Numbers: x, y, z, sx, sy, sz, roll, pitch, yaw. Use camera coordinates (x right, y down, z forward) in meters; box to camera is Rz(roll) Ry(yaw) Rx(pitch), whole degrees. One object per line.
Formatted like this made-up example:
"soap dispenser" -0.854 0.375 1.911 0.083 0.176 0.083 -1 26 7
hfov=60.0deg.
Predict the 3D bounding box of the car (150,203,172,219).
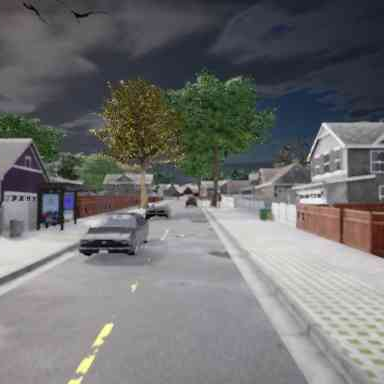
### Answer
"car" -2.816 1.624 28.917 1.895 1.301 4.718 0 0 0

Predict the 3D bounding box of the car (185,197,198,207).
"car" -0.102 1.629 52.951 1.837 1.490 4.892 0 0 0

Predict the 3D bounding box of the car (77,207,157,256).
"car" -2.821 1.540 13.318 2.033 1.411 5.357 0 0 0
